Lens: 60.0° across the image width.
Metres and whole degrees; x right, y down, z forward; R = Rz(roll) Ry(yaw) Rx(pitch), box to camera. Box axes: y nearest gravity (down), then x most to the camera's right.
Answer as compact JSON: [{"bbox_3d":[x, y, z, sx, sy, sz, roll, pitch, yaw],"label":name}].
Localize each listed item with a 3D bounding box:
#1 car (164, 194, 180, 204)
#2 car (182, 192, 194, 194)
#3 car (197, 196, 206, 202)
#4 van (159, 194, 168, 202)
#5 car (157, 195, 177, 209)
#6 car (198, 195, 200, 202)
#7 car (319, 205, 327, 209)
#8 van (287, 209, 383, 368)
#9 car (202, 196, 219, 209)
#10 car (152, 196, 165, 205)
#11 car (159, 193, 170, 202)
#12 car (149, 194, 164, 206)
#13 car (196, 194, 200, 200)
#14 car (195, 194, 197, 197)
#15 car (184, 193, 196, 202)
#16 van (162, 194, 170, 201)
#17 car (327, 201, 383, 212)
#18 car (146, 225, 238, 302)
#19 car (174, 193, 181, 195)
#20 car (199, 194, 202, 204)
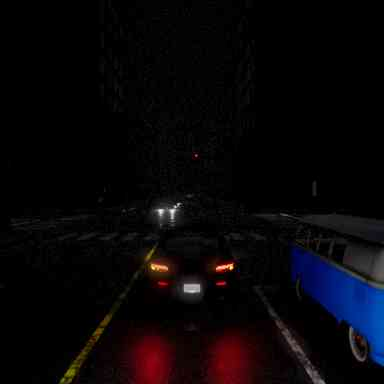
[{"bbox_3d":[-3.422,1.549,54.995,1.994,1.385,4.181,0,0,0],"label":"car"},{"bbox_3d":[-0.734,1.076,84.209,2.150,2.045,5.566,0,0,-1],"label":"car"},{"bbox_3d":[2.209,1.546,77.805,1.802,1.307,4.206,0,0,-1],"label":"car"},{"bbox_3d":[-6.241,1.312,72.164,1.690,1.788,3.998,0,0,-1],"label":"van"},{"bbox_3d":[-3.309,1.495,45.061,1.837,1.490,4.892,0,0,-2],"label":"car"},{"bbox_3d":[2.508,1.535,55.703,2.008,1.369,4.403,0,0,-1],"label":"car"},{"bbox_3d":[14.424,1.583,32.096,4.718,1.301,1.895,0,0,2],"label":"car"},{"bbox_3d":[2.855,1.341,5.463,1.690,1.788,3.998,0,0,0],"label":"van"},{"bbox_3d":[2.655,1.516,44.822,1.752,1.417,4.829,0,0,-1],"label":"car"},{"bbox_3d":[-6.092,1.531,61.114,2.008,1.369,4.403,0,0,-1],"label":"car"},{"bbox_3d":[-6.316,1.279,77.690,2.192,1.841,5.009,0,0,-1],"label":"car"},{"bbox_3d":[-6.017,1.299,55.588,2.192,1.841,5.009,0,0,-1],"label":"car"},{"bbox_3d":[2.358,1.520,66.755,1.887,1.381,4.507,0,0,-1],"label":"car"},{"bbox_3d":[2.284,1.521,72.279,2.008,1.369,4.403,0,0,-1],"label":"car"},{"bbox_3d":[-0.600,1.561,74.209,1.895,1.301,4.718,0,0,-1],"label":"car"},{"bbox_3d":[-6.388,1.299,83.214,1.690,1.788,3.998,0,0,-1],"label":"van"},{"bbox_3d":[14.609,1.517,28.845,4.674,1.442,1.812,0,0,-3],"label":"car"},{"bbox_3d":[0.001,1.525,8.141,1.812,1.442,4.674,0,0,0],"label":"car"},{"bbox_3d":[-3.533,1.500,68.483,1.812,1.442,4.674,0,0,0],"label":"car"},{"bbox_3d":[2.582,1.428,50.177,1.967,1.590,4.097,0,0,-1],"label":"car"}]
